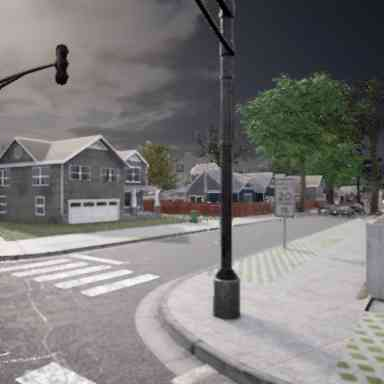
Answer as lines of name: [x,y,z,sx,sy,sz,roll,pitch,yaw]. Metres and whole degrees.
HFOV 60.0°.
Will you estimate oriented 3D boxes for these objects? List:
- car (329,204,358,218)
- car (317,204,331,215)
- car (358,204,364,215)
car: [18.590,2.445,40.736,1.895,1.301,4.718,0,-1,34]
car: [18.654,2.404,45.899,2.128,1.511,4.902,0,-1,34]
car: [24.168,2.515,49.239,1.837,1.490,4.892,0,-1,34]
